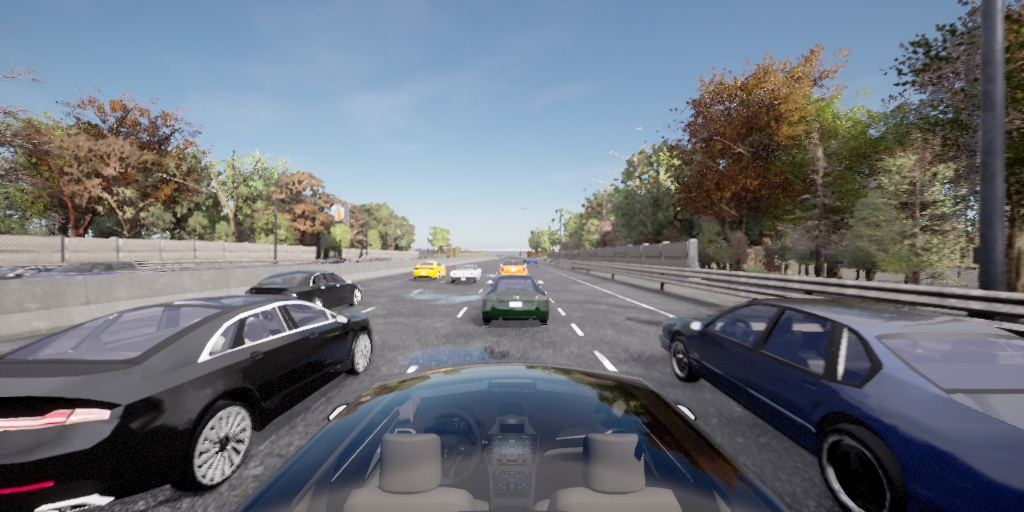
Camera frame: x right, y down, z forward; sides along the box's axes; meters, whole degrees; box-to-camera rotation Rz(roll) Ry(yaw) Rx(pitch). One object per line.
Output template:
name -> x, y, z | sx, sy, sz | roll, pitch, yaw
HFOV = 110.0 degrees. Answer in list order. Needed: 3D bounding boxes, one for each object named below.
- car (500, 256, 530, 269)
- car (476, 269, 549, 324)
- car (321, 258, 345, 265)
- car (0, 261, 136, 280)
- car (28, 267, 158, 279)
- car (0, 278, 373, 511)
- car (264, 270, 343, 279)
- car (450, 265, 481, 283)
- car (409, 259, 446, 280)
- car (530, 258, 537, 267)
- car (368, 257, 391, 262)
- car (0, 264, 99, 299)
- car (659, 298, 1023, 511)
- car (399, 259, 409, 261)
car -> 0.109, 1.047, 28.402 | 2.097, 1.767, 4.553 | 0, 0, 0
car -> 0.102, 1.290, 11.821 | 1.994, 1.385, 4.181 | 0, 0, 0
car -> -28.020, 1.127, 56.214 | 1.882, 1.535, 5.008 | 0, 0, 1
car -> -21.092, 1.066, 17.773 | 2.097, 1.767, 4.553 | 0, 0, 0
car -> -17.594, 1.318, 16.178 | 1.895, 1.301, 4.718 | 0, 0, 0
car -> -3.398, 1.235, 4.514 | 2.128, 1.511, 4.902 | 0, 0, 0
car -> -6.896, 1.230, 12.379 | 1.837, 1.490, 4.892 | 0, 0, 0
car -> -3.388, 1.298, 27.230 | 1.895, 1.301, 4.718 | 0, 0, 0
car -> -6.885, 1.169, 30.313 | 1.882, 1.535, 5.008 | 0, 0, 0
car -> 3.522, 1.019, 64.597 | 1.882, 1.535, 5.008 | 0, 0, 0
car -> -21.026, 0.999, 58.097 | 2.097, 1.767, 4.553 | 0, 0, 1
car -> -24.592, 1.205, 17.956 | 2.128, 1.511, 4.902 | 0, 0, 0
car -> 3.459, 1.187, 3.950 | 2.033, 1.411, 5.357 | 0, 0, 2
car -> -17.518, 1.172, 58.574 | 1.812, 1.442, 4.674 | 0, 0, 1
